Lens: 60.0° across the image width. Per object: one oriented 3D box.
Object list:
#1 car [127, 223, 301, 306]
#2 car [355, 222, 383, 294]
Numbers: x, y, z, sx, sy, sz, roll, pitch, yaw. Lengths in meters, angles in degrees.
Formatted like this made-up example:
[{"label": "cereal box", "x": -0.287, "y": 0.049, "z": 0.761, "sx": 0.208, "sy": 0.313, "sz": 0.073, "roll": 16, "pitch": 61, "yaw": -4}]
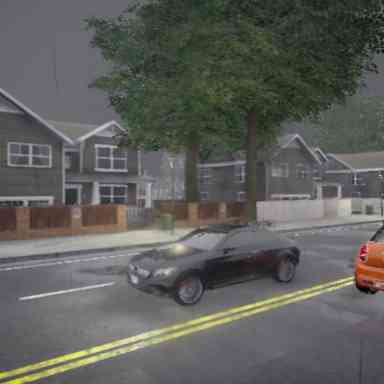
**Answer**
[{"label": "car", "x": 0.734, "y": 1.527, "z": 8.133, "sx": 4.674, "sy": 1.442, "sz": 1.812, "roll": 0, "pitch": 0, "yaw": -35}, {"label": "car", "x": 5.755, "y": 1.352, "z": 7.567, "sx": 4.553, "sy": 1.767, "sz": 2.097, "roll": 0, "pitch": 0, "yaw": -35}]
